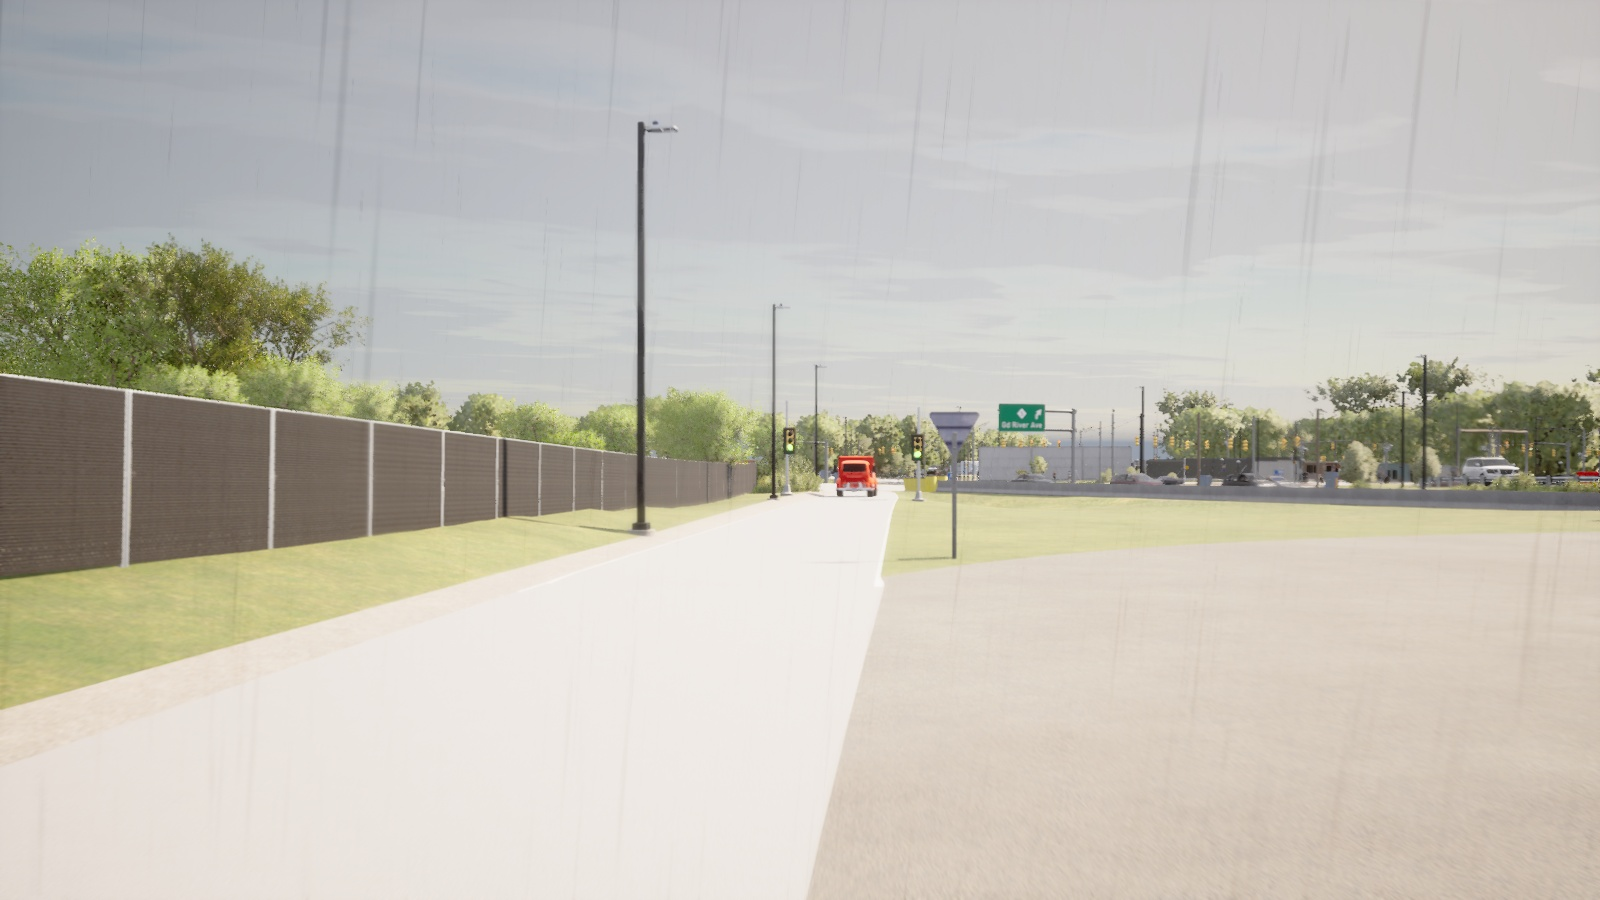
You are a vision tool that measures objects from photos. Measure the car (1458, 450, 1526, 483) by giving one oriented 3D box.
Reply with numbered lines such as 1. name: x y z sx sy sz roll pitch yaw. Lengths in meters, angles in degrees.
1. car: 45.835 1.115 83.326 2.150 2.045 5.566 -1 -2 9

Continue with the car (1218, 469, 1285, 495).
1. car: 29.364 2.040 81.777 1.851 1.617 3.988 -1 -1 -22

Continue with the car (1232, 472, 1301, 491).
1. car: 33.488 2.278 90.266 1.895 1.301 4.718 -1 -1 -22

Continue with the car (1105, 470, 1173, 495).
1. car: 23.464 2.228 87.047 2.033 1.649 4.856 -1 -1 -22

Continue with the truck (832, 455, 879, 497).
1. truck: 3.422 1.590 76.524 2.627 2.467 5.204 0 -1 5
